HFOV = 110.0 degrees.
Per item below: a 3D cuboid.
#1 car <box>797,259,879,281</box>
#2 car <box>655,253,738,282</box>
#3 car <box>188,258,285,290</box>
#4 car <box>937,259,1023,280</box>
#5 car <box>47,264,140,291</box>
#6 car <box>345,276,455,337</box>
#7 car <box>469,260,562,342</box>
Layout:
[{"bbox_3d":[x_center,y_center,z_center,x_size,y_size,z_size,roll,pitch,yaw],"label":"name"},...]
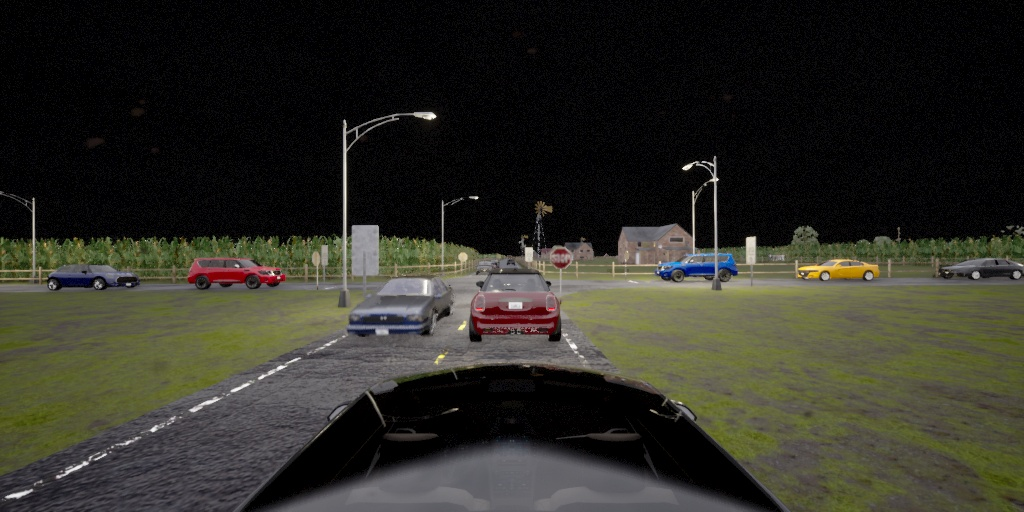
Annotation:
[{"bbox_3d":[23.873,1.013,26.348,5.008,1.535,1.882,-1,0,1],"label":"car"},{"bbox_3d":[13.563,0.849,26.492,5.566,2.045,2.150,-1,0,0],"label":"car"},{"bbox_3d":[-18.348,1.126,23.985,5.566,2.045,2.150,-1,0,1],"label":"car"},{"bbox_3d":[34.235,0.947,26.201,4.892,1.490,1.837,-1,0,0],"label":"car"},{"bbox_3d":[-28.002,1.345,24.119,4.553,1.767,2.097,-1,0,1],"label":"car"},{"bbox_3d":[-2.880,1.298,10.600,2.033,1.411,5.357,0,0,0],"label":"car"},{"bbox_3d":[0.058,1.103,9.955,2.097,1.767,4.553,0,0,-1],"label":"car"}]
